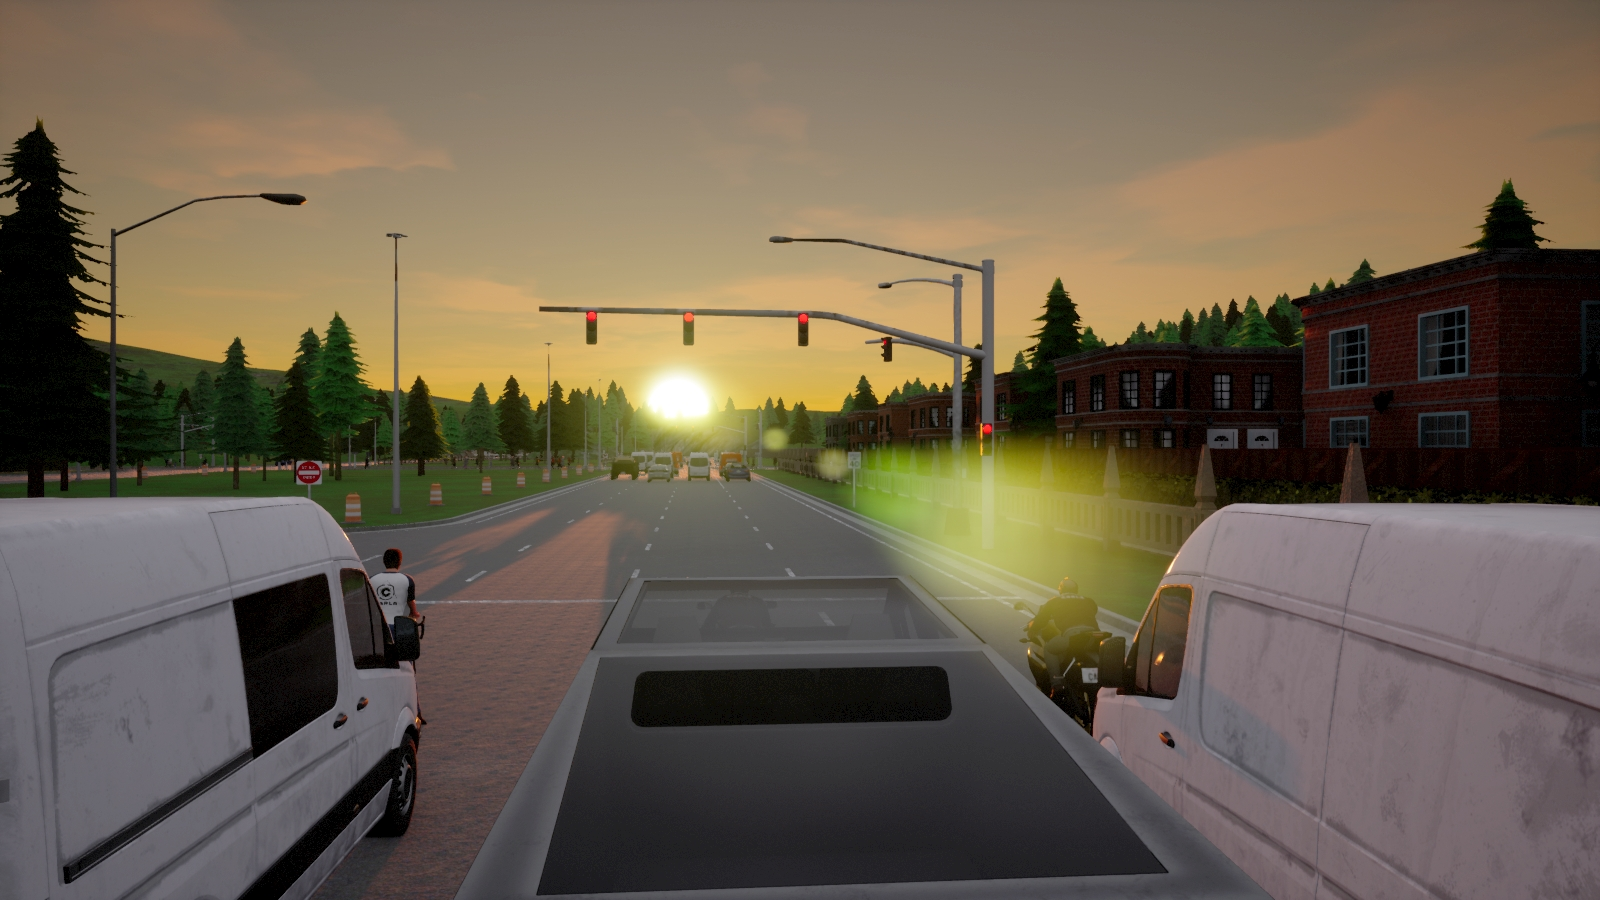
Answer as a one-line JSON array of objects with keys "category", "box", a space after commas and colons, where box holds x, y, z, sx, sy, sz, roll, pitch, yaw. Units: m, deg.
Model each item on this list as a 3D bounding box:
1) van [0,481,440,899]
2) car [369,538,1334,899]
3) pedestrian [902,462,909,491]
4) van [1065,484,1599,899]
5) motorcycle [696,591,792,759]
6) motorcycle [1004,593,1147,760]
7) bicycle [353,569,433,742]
[{"category": "van", "box": [-3.677, 1.534, 6.378, 1.988, 2.561, 5.915, 0, 0, -5]}, {"category": "car", "box": [-0.117, 1.754, 5.929, 2.390, 2.098, 6.274, 0, 0, -5]}, {"category": "pedestrian", "box": [6.857, 1.698, 74.349, 0.375, 1.860, 0.375, 0, 0, -5]}, {"category": "van", "box": [3.020, 1.534, 5.590, 1.988, 2.561, 5.915, 0, 0, -1]}, {"category": "motorcycle", "box": [-0.613, 2.205, 11.622, 0.867, 1.251, 2.209, 0, 0, -6]}, {"category": "motorcycle", "box": [2.714, 2.205, 11.543, 0.867, 1.251, 2.209, 0, 0, -2]}, {"category": "bicycle", "box": [-4.173, 2.056, 11.794, 0.373, 1.496, 1.643, 0, 0, -5]}]
